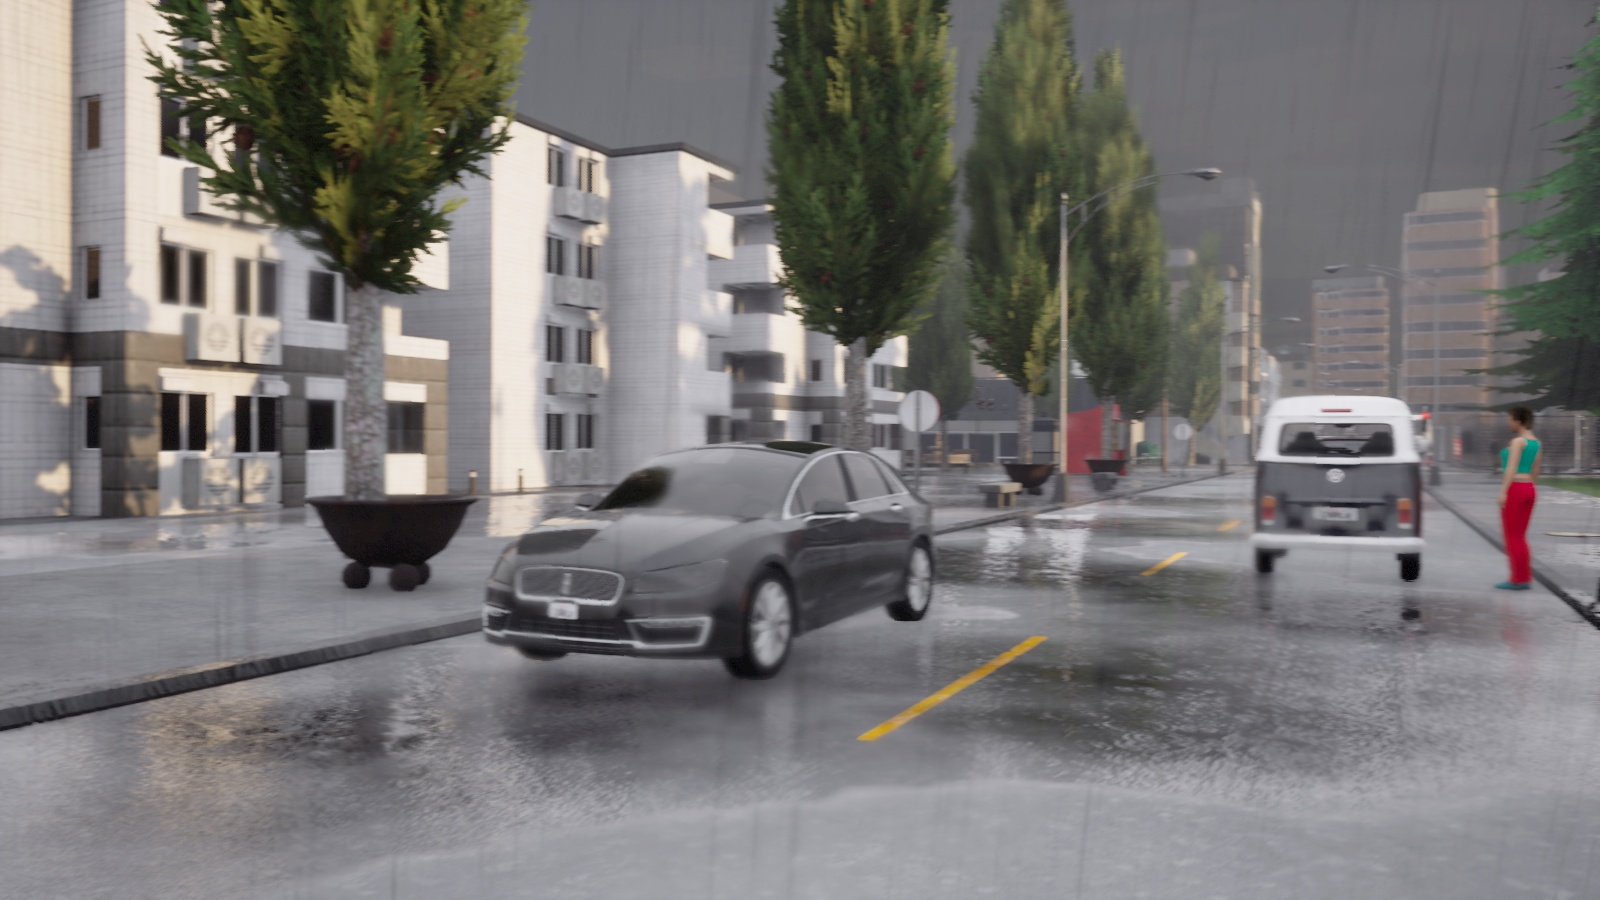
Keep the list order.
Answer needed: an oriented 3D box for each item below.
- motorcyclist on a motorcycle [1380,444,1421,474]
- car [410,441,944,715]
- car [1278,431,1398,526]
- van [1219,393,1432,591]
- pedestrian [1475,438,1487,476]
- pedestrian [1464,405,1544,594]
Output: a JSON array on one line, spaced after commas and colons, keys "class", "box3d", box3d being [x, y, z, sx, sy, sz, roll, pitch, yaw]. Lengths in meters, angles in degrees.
[{"class": "motorcyclist on a motorcycle", "box3d": [33.203, 0.509, 69.408, 0.866, 1.590, 1.817, 2, -1, -36]}, {"class": "car", "box3d": [-0.529, 0.692, 9.476, 1.837, 1.490, 4.892, 1, 0, 24]}, {"class": "car", "box3d": [11.128, 0.525, 25.957, 2.097, 1.767, 4.553, 1, 0, 24]}, {"class": "van", "box3d": [6.453, 0.421, 15.379, 2.069, 2.038, 4.480, 1, 0, 24]}, {"class": "pedestrian", "box3d": [33.270, 0.320, 61.331, 0.402, 1.842, 0.726, 0, 0, 21]}, {"class": "pedestrian", "box3d": [7.004, 0.479, 12.510, 0.345, 1.836, 0.594, 0, 0, -23]}]
